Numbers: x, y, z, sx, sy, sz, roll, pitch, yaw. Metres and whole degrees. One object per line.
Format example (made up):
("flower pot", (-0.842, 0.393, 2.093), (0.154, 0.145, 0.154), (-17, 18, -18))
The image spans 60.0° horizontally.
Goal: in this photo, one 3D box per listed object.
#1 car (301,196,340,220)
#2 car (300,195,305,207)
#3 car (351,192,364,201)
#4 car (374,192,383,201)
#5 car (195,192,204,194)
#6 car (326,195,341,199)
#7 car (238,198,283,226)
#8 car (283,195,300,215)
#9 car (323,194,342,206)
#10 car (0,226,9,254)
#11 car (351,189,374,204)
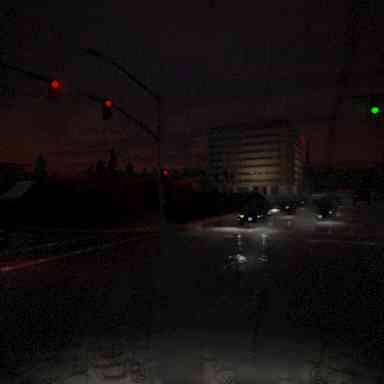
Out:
("car", (9.824, 1.264, 25.085), (2.033, 1.411, 5.357), (-1, 0, 25))
("car", (12.548, 1.142, 39.236), (1.812, 1.442, 4.674), (-1, 0, 25))
("car", (29.431, 0.762, 59.091), (1.882, 1.535, 5.008), (-1, 0, 25))
("car", (32.730, 0.789, 57.885), (2.033, 1.411, 5.357), (-1, 0, 25))
("car", (0.684, 0.884, 65.474), (4.605, 1.855, 1.932), (-1, 0, 25))
("car", (14.187, 1.104, 34.492), (2.128, 1.511, 4.902), (-1, 0, 25))
("car", (4.413, 1.315, 21.724), (1.837, 1.490, 4.892), (-1, 0, 25))
("car", (8.216, 1.245, 29.934), (1.812, 1.442, 4.674), (-1, 0, 25))
("car", (18.707, 1.052, 44.157), (2.033, 1.411, 5.357), (-1, 0, 25))
("car", (-8.731, 1.591, 11.919), (4.902, 1.511, 2.128), (-1, 0, 27))
("car", (23.896, 0.640, 46.842), (2.150, 2.045, 5.566), (-1, 0, 25))
